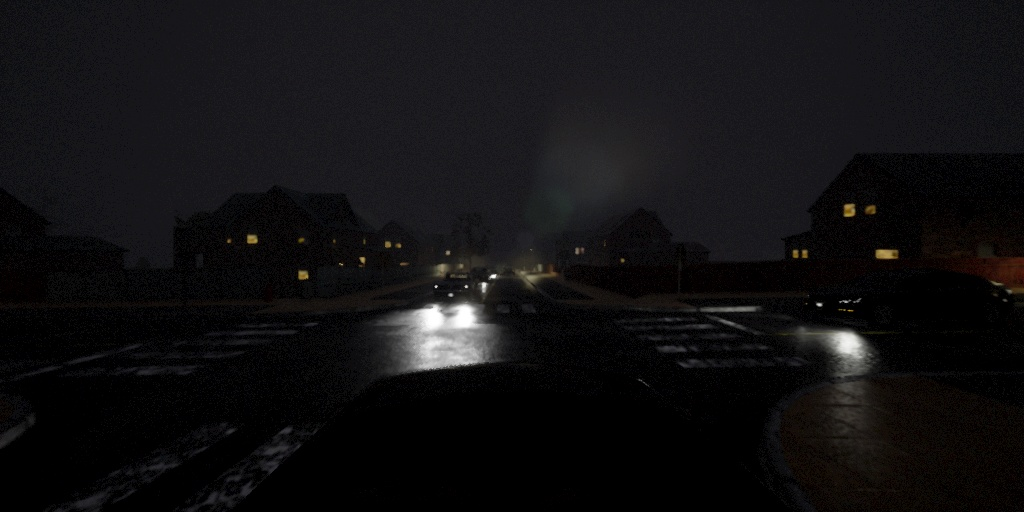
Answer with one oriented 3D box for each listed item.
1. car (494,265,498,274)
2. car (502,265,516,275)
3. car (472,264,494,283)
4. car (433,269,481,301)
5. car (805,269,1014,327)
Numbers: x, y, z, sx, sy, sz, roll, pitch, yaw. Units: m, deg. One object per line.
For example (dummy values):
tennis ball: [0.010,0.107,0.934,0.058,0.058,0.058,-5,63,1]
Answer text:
car: [-3.289,2.059,55.528,2.128,1.511,4.902,0,-1,0]
car: [-0.482,2.048,52.026,2.033,1.411,5.357,0,-1,-1]
car: [-3.097,1.731,33.780,2.033,1.411,5.357,0,-1,-1]
car: [-2.916,1.574,19.231,1.895,1.301,4.718,0,-1,-1]
car: [11.394,1.132,10.478,4.892,1.490,1.837,-1,1,0]
